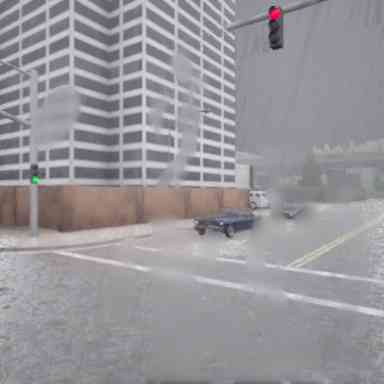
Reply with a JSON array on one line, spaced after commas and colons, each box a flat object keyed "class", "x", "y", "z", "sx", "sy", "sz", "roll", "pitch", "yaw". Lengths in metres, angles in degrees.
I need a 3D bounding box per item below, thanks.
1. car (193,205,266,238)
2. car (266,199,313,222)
[{"class": "car", "x": 2.042, "y": 1.591, "z": 17.920, "sx": 1.895, "sy": 1.301, "sz": 4.718, "roll": 0, "pitch": 0, "yaw": 35}, {"class": "car", "x": 8.082, "y": 1.538, "z": 26.460, "sx": 2.033, "sy": 1.411, "sz": 5.357, "roll": 0, "pitch": 0, "yaw": 35}]
